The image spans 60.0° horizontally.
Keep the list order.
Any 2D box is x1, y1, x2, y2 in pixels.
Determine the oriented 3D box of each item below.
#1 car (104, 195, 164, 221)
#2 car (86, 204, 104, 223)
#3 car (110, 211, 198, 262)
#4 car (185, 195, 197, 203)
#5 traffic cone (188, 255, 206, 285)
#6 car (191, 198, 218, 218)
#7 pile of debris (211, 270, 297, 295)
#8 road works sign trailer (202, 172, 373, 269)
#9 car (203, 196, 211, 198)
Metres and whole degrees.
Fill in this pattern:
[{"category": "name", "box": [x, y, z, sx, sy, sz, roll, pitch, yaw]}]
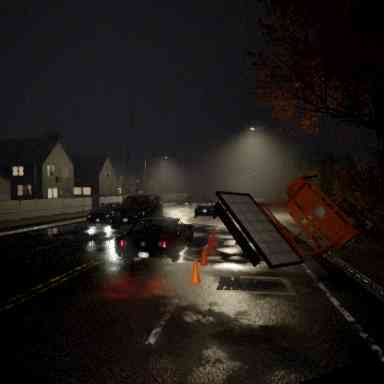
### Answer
[{"category": "car", "box": [-3.319, 1.205, 21.202, 2.150, 2.045, 5.566, 0, 0, 8]}, {"category": "car", "box": [-6.026, 1.527, 25.219, 2.033, 1.411, 5.357, 0, 0, 8]}, {"category": "car", "box": [-1.127, 1.592, 12.182, 1.895, 1.301, 4.718, 0, 0, 8]}, {"category": "car", "box": [-0.121, 1.400, 65.924, 1.837, 1.490, 4.892, 0, 0, 9]}, {"category": "traffic cone", "box": [0.090, 1.950, 8.205, 0.340, 0.580, 0.340, 0, 0, 8]}, {"category": "car", "box": [1.360, 1.535, 29.525, 1.994, 1.385, 4.181, 0, 0, 8]}, {"category": "pile of debris", "box": [1.443, 2.152, 8.023, 1.860, 0.140, 1.500, 0, -1, 8]}, {"category": "road works sign trailer", "box": [2.311, 1.084, 9.021, 3.560, 2.880, 2.380, 4, 40, -42]}, {"category": "car", "box": [2.792, 1.466, 63.475, 1.994, 1.385, 4.181, 0, 0, 9]}]
